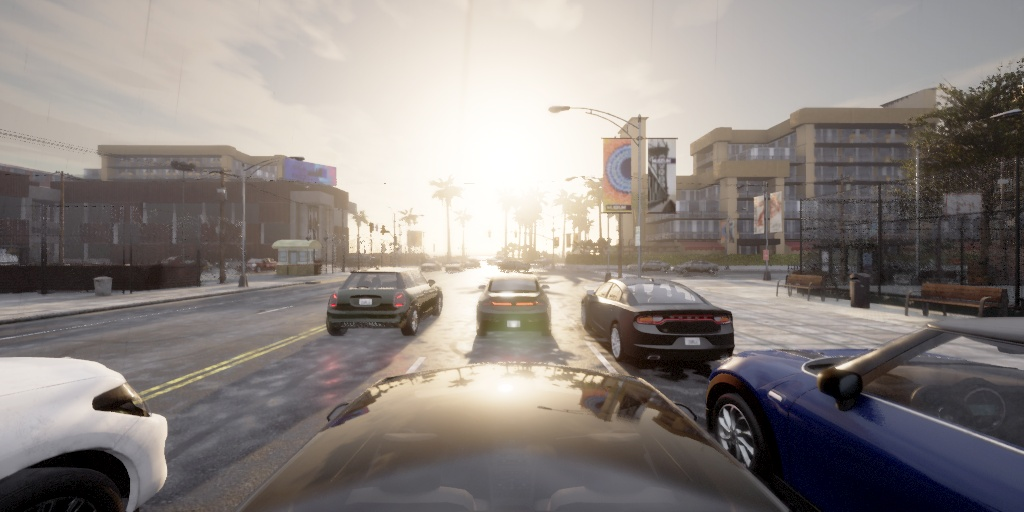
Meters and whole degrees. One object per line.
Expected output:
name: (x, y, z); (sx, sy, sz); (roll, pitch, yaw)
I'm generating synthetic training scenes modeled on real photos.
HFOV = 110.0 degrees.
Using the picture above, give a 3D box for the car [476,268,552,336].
car: (0.057, 1.255, 10.348); (1.837, 1.490, 4.892); (0, 0, 0)

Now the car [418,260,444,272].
car: (-10.553, 1.298, 47.161); (2.033, 1.411, 5.357); (0, 0, 1)

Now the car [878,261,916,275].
car: (41.098, 1.242, 39.110); (4.902, 1.511, 2.128); (0, 0, 0)

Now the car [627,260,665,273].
car: (16.190, 1.241, 42.504); (4.902, 1.511, 2.128); (0, 0, 1)

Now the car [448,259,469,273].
car: (-7.081, 1.297, 44.703); (2.033, 1.411, 5.357); (0, 0, 0)

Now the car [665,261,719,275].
car: (19.811, 1.241, 38.972); (4.902, 1.511, 2.128); (0, 0, -1)

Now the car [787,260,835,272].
car: (35.480, 1.241, 42.596); (4.902, 1.511, 2.128); (0, 0, 0)

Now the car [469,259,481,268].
car: (-6.500, 1.351, 58.654); (1.895, 1.301, 4.718); (0, 0, 9)

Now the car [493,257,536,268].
car: (0.236, 1.241, 45.366); (2.128, 1.511, 4.902); (0, 0, -41)

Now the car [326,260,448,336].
car: (-3.441, 1.102, 10.594); (2.097, 1.767, 4.553); (0, 0, 0)
